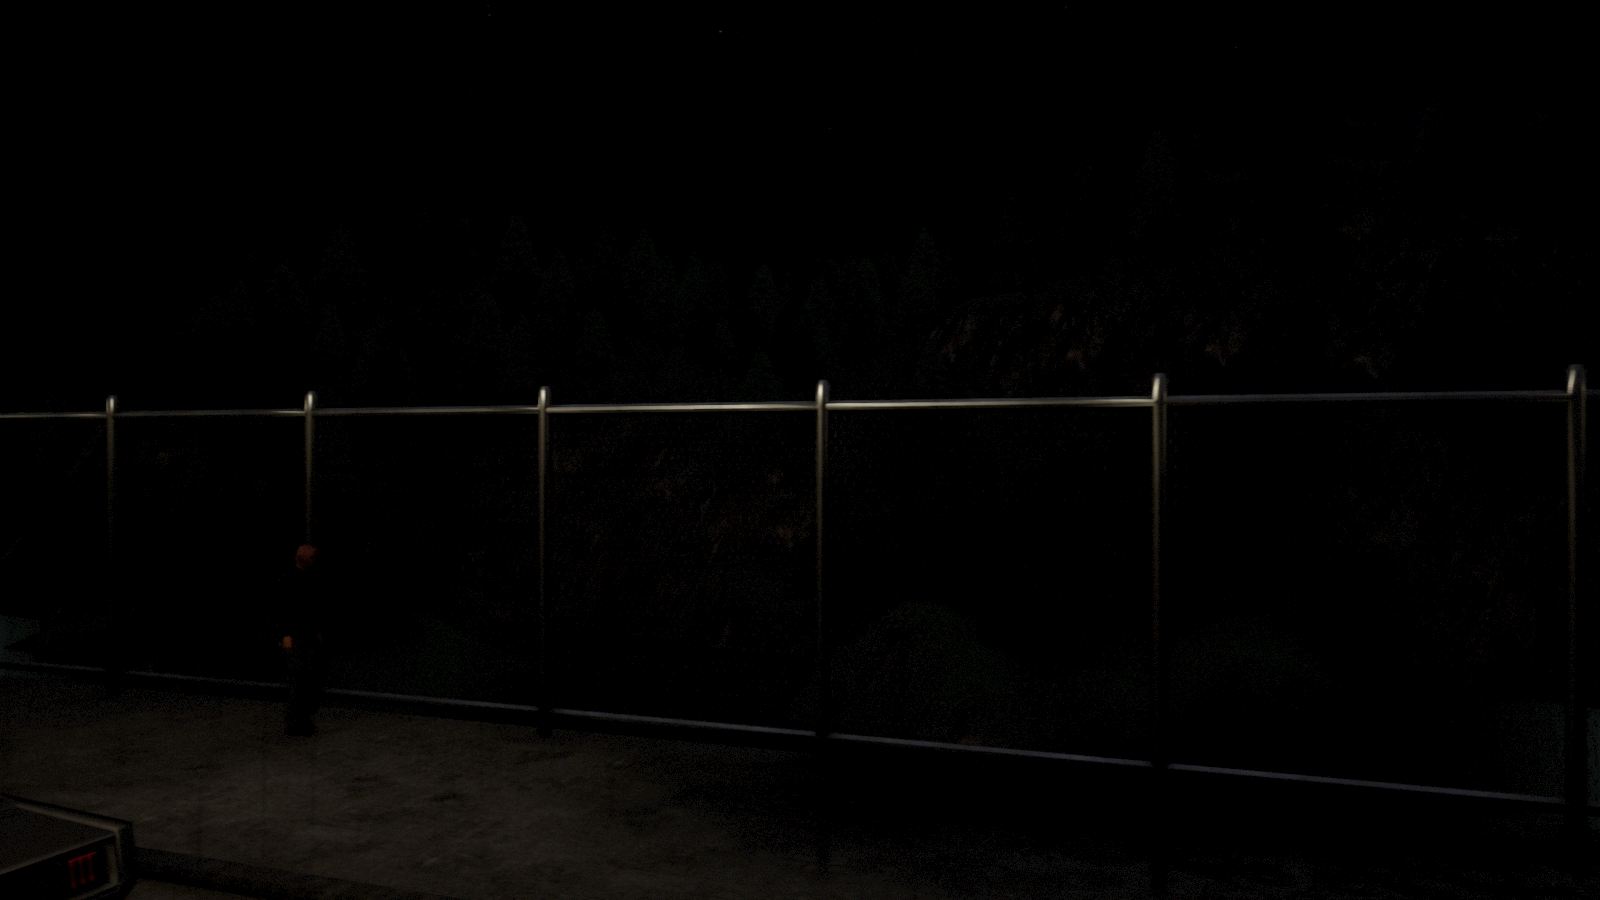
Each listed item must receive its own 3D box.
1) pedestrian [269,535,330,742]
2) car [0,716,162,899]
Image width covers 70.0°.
[{"bbox_3d":[-4.662,1.738,10.655,0.375,1.860,0.375,0,0,9],"label":"pedestrian"},{"bbox_3d":[-5.910,2.149,5.944,4.718,1.301,1.895,0,0,20],"label":"car"}]
